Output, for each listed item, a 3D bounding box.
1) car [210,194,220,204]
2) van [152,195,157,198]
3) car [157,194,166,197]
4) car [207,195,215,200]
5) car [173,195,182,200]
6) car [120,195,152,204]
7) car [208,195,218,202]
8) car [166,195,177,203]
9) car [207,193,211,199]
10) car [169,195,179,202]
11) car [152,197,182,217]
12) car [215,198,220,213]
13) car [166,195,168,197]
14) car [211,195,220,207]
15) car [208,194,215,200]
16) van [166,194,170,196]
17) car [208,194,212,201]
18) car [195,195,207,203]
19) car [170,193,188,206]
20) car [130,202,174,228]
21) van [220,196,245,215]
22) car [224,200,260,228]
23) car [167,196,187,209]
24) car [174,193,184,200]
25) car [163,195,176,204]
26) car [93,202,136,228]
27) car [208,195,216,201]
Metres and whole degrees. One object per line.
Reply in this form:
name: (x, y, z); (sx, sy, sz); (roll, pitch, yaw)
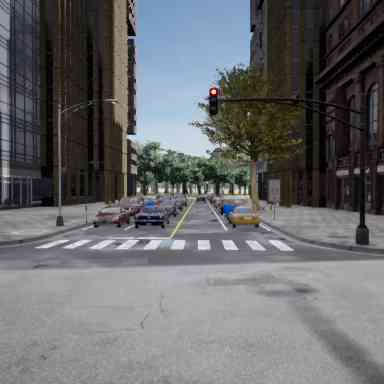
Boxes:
car: (4.053, 1.471, 50.140); (1.887, 1.381, 4.507); (-1, 0, 1)
van: (-4.899, 1.306, 33.313); (1.690, 1.788, 3.998); (-1, 0, 1)
car: (-4.757, 1.269, 38.991); (2.192, 1.841, 5.009); (-1, 0, 1)
car: (5.048, 1.379, 89.881); (1.947, 1.339, 4.313); (0, 0, 1)
car: (-3.617, 1.375, 84.414); (1.887, 1.381, 4.507); (0, 0, 1)
car: (-5.042, 1.290, 27.635); (2.192, 1.841, 5.009); (-1, 0, 1)
car: (4.621, 1.415, 72.849); (2.008, 1.369, 4.403); (0, 0, 1)
car: (-4.044, 1.425, 67.380); (1.887, 1.381, 4.507); (0, 0, 1)
car: (4.335, 1.211, 61.494); (2.192, 1.841, 5.009); (-1, 0, 1)
car: (-3.901, 1.446, 73.058); (1.802, 1.307, 4.206); (0, 0, 1)
car: (-2.269, 1.474, 31.223); (1.837, 1.490, 4.892); (0, 0, 2)
car: (3.626, 1.531, 33.108); (1.947, 1.339, 4.313); (-1, 0, 1)
car: (-4.612, 1.491, 44.669); (2.008, 1.369, 4.403); (-1, 0, 1)
car: (3.915, 1.465, 44.633); (1.752, 1.417, 4.829); (-1, 0, 1)
car: (4.909, 1.355, 84.374); (1.752, 1.417, 4.829); (0, 0, 1)
van: (-4.330, 1.252, 56.024); (1.690, 1.788, 3.998); (0, 0, 1)
car: (4.195, 1.462, 55.817); (2.008, 1.369, 4.403); (-1, 0, 1)
car: (1.791, 1.389, 65.894); (1.837, 1.490, 4.892); (0, 0, 1)
car: (-1.744, 1.277, 50.634); (2.097, 1.767, 4.553); (0, 0, 2)
car: (-2.508, 1.584, 21.887); (1.895, 1.301, 4.718); (0, 0, 2)
van: (3.482, 1.316, 27.430); (1.690, 1.788, 3.998); (-1, 0, 1)
car: (3.346, 1.508, 21.922); (1.752, 1.417, 4.829); (-1, 0, 1)
car: (-2.032, 1.551, 40.530); (1.895, 1.301, 4.718); (0, 0, 2)
car: (-3.477, 1.128, 90.091); (2.192, 1.841, 5.009); (0, 0, 1)
car: (-4.187, 1.336, 61.702); (1.967, 1.590, 4.097); (0, 0, 1)
car: (-5.181, 1.565, 21.956); (1.802, 1.307, 4.206); (-1, 0, 1)
car: (4.764, 1.429, 78.527); (1.802, 1.307, 4.206); (0, 0, 1)
